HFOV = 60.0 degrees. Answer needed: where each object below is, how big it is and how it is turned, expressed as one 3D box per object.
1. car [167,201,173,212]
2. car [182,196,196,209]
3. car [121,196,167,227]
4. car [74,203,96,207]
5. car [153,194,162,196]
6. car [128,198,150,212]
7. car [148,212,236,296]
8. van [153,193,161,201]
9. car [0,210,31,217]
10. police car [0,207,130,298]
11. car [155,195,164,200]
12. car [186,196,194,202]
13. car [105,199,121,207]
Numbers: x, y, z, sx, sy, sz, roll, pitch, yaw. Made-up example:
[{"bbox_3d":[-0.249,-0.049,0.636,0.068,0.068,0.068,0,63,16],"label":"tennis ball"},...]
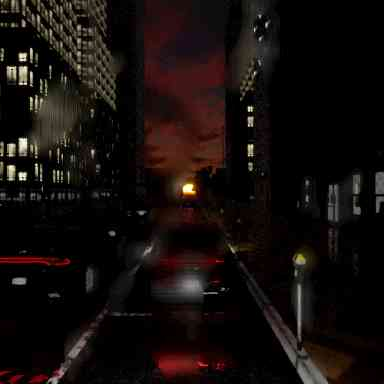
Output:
[{"bbox_3d":[-3.083,1.588,36.649,1.895,1.301,4.718,0,0,0],"label":"car"},{"bbox_3d":[-0.452,1.548,44.248,1.947,1.339,4.313,0,0,0],"label":"car"},{"bbox_3d":[-3.077,1.347,22.510,2.097,1.767,4.553,0,0,0],"label":"car"},{"bbox_3d":[-8.832,1.575,27.183,1.802,1.307,4.206,0,0,0],"label":"car"},{"bbox_3d":[-8.832,1.391,78.413,1.967,1.590,4.097,0,0,0],"label":"car"},{"bbox_3d":[-6.221,1.511,39.505,1.812,1.442,4.674,0,0,0],"label":"car"},{"bbox_3d":[0.000,1.503,8.649,1.837,1.490,4.892,0,0,0],"label":"car"},{"bbox_3d":[-8.831,1.285,84.106,1.690,1.788,3.998,0,0,0],"label":"van"},{"bbox_3d":[-8.833,1.563,15.800,1.947,1.339,4.313,0,0,0],"label":"car"},{"bbox_3d":[-3.145,1.424,8.662,1.930,1.638,5.238,0,0,0],"label":"police car"},{"bbox_3d":[-8.832,1.504,89.799,1.947,1.339,4.313,0,0,0],"label":"car"},{"bbox_3d":[-0.452,1.533,78.399,1.802,1.307,4.206,0,0,0],"label":"car"},{"bbox_3d":[-8.833,1.537,38.569,2.008,1.369,4.403,0,0,0],"label":"car"}]
